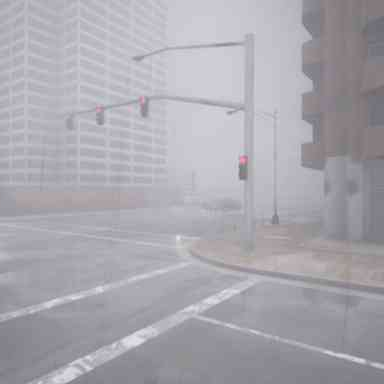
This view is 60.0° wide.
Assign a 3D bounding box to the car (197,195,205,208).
[{"bbox_3d":[3.252,1.470,42.075,2.033,1.411,5.357,0,0,36],"label":"car"}]

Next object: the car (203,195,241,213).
[{"bbox_3d":[3.678,1.426,36.636,2.128,1.511,4.902,0,0,35],"label":"car"}]
